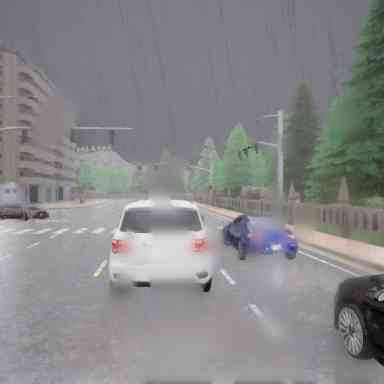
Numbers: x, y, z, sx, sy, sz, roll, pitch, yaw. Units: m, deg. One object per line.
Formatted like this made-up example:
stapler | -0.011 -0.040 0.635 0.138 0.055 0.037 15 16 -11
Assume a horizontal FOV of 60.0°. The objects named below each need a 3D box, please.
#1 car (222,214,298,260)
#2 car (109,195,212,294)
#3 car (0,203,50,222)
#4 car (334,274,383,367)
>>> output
car | 2.348 1.526 12.328 1.812 1.442 4.674 0 0 -6
car | -0.798 1.221 8.969 2.150 2.045 5.566 0 0 -5
car | -13.611 1.608 26.944 4.181 1.385 1.994 0 0 24
car | 3.123 1.492 3.100 2.128 1.511 4.902 0 0 -3
